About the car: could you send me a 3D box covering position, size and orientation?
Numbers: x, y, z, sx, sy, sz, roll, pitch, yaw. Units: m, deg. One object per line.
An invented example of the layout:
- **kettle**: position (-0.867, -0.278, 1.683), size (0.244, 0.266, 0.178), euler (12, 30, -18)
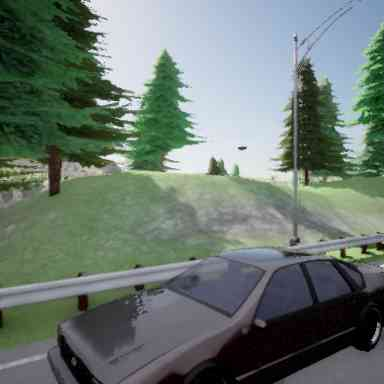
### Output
- **car**: position (0.970, 1.558, 4.698), size (5.357, 1.411, 2.033), euler (0, 0, -35)
